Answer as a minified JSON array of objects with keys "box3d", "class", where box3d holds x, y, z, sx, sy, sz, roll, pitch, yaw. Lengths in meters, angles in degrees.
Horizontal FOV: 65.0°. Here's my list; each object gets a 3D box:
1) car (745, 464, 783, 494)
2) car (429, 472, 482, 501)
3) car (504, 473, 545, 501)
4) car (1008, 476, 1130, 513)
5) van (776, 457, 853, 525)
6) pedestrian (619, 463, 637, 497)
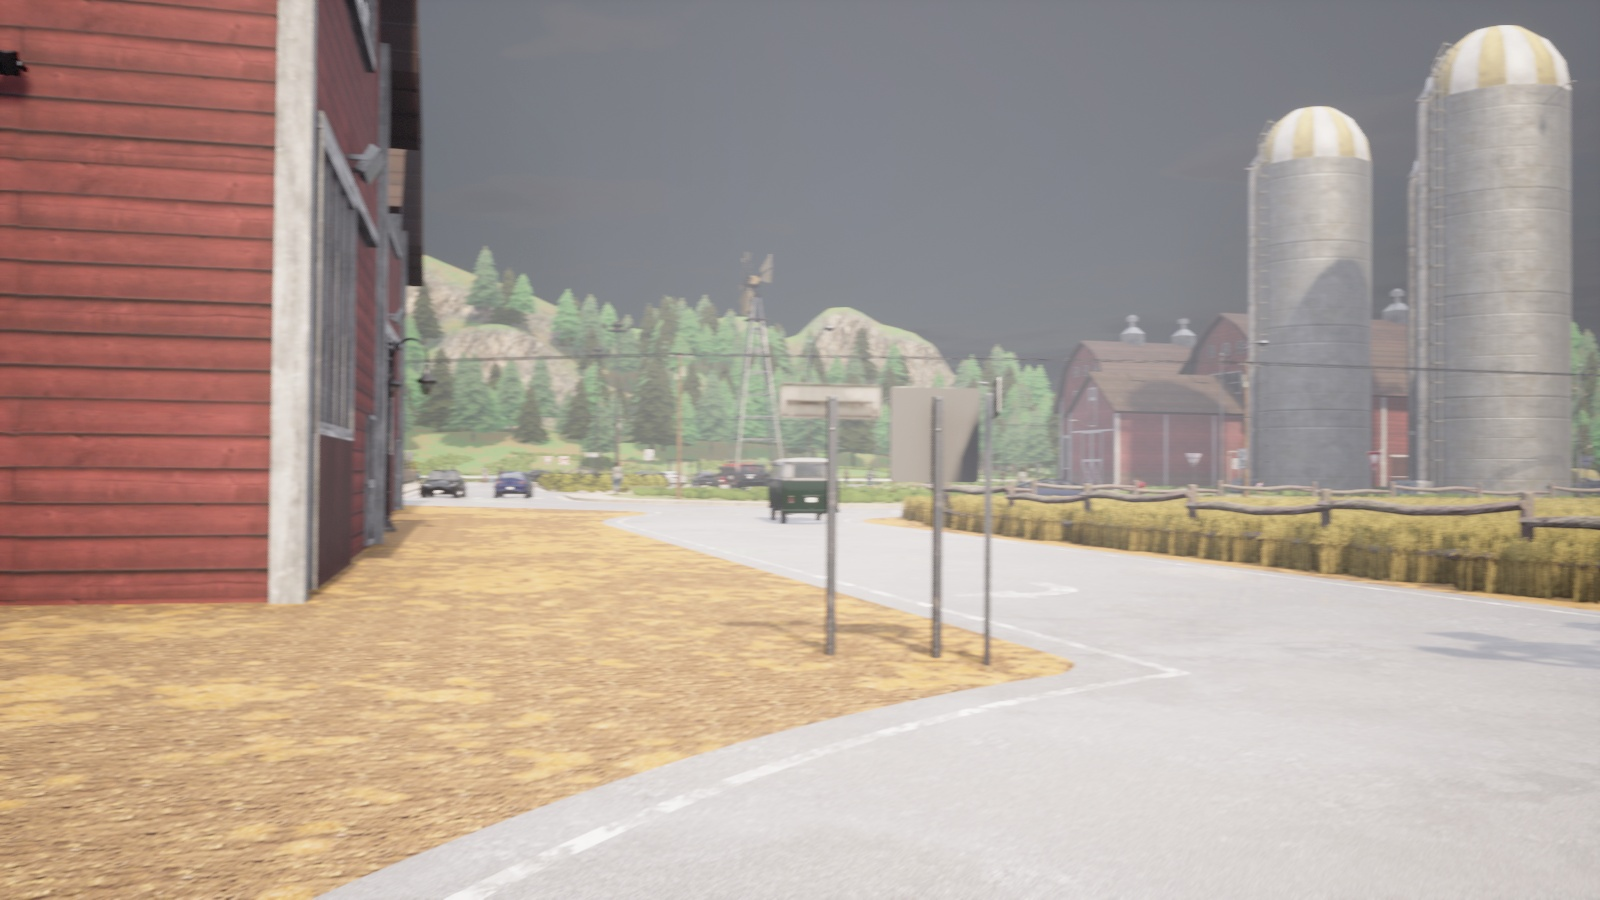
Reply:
[{"box3d":[-2.525,2.062,89.871,2.150,2.045,5.566,0,-1,4],"class":"car"},{"box3d":[-18.400,1.947,67.199,2.163,1.488,4.792,0,-1,-9],"class":"car"},{"box3d":[-14.951,1.996,68.354,1.812,1.442,4.674,0,-1,-8],"class":"car"},{"box3d":[10.502,1.718,49.111,4.181,1.385,1.994,0,-1,-15],"class":"car"},{"box3d":[0.382,1.228,38.821,1.775,1.987,4.442,0,-1,-7],"class":"van"},{"box3d":[-9.599,1.656,70.004,0.874,1.855,0.900,0,-1,-16],"class":"pedestrian"}]
